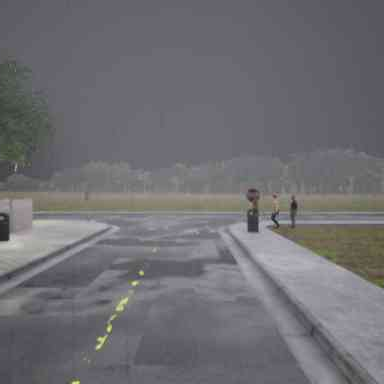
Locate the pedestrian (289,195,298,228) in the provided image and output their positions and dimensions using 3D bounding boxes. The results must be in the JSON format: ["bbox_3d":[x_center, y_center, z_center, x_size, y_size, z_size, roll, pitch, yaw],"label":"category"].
[{"bbox_3d":[5.538,1.054,18.296,0.375,1.860,0.375,0,0,0],"label":"pedestrian"}]

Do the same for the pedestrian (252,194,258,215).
[{"bbox_3d":[3.539,1.008,18.899,0.375,1.860,0.375,0,0,0],"label":"pedestrian"}]

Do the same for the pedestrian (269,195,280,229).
[{"bbox_3d":[4.419,1.027,17.697,0.375,1.860,0.375,0,0,0],"label":"pedestrian"}]
